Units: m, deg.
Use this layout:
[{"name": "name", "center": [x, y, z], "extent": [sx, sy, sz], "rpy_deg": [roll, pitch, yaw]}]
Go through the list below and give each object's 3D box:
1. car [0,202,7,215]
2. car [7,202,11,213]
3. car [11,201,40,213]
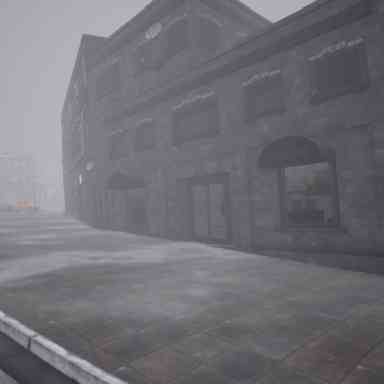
[{"name": "car", "center": [-23.902, 2.048, 38.548], "extent": [1.837, 1.490, 4.892], "rpy_deg": [-3, 0, -6]}, {"name": "car", "center": [-28.578, 2.291, 49.438], "extent": [2.097, 1.767, 4.553], "rpy_deg": [-3, -1, -4]}, {"name": "car", "center": [-25.092, 2.115, 50.934], "extent": [2.097, 1.767, 4.553], "rpy_deg": [-3, -1, -4]}]
